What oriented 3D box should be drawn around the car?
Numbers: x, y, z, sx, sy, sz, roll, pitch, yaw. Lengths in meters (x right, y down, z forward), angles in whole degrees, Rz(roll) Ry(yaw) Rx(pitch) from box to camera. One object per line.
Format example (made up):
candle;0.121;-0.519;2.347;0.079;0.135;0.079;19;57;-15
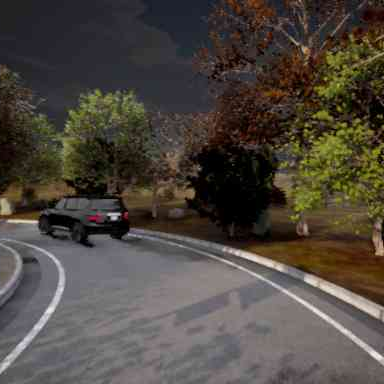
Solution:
car;-5.222;1.161;15.821;5.566;2.045;2.150;1;-1;43
